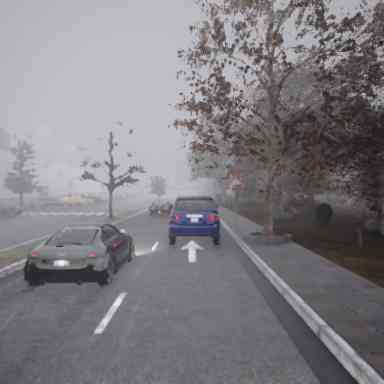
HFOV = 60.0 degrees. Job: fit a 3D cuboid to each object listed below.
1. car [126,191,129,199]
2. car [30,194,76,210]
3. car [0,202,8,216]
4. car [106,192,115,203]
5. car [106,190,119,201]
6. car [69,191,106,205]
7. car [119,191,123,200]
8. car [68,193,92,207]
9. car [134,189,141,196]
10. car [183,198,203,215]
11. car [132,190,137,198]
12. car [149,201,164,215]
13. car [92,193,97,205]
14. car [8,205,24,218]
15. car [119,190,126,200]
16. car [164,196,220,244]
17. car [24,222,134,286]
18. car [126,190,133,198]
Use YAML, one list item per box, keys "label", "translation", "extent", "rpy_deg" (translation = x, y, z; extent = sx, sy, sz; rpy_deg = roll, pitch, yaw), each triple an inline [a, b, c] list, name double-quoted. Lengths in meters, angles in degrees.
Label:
- label: "car"
  translation: [-16.828, 1.024, 72.957]
  extent: [4.674, 1.452, 2.002]
  rpy_deg: [-1, 1, -20]
- label: "car"
  translation: [-16.819, 1.373, 39.937]
  extent: [4.792, 1.488, 2.163]
  rpy_deg: [-1, 0, -20]
- label: "car"
  translation: [-16.848, 1.447, 24.912]
  extent: [4.674, 1.452, 2.002]
  rpy_deg: [-1, 1, -20]
- label: "car"
  translation: [-16.662, 1.211, 58.006]
  extent: [5.366, 1.575, 1.946]
  rpy_deg: [-1, 0, -20]
- label: "car"
  translation: [-16.861, 0.930, 60.931]
  extent: [5.566, 2.045, 2.435]
  rpy_deg: [-1, 1, -20]
- label: "car"
  translation: [-16.815, 1.027, 51.951]
  extent: [5.566, 2.045, 2.435]
  rpy_deg: [-1, 0, -20]
- label: "car"
  translation: [-16.831, 1.134, 66.958]
  extent: [4.674, 1.452, 2.002]
  rpy_deg: [-1, 1, -20]
- label: "car"
  translation: [-17.013, 1.316, 45.860]
  extent: [5.366, 1.575, 1.946]
  rpy_deg: [-1, 1, -20]
- label: "car"
  translation: [-16.798, 0.495, 84.970]
  extent: [5.566, 2.045, 2.435]
  rpy_deg: [-1, 1, -20]
- label: "car"
  translation: [0.099, 1.384, 33.559]
  extent: [1.837, 1.490, 4.892]
  rpy_deg: [0, 0, 0]
- label: "car"
  translation: [-16.794, 0.834, 81.972]
  extent: [4.792, 1.488, 2.163]
  rpy_deg: [-1, 1, -20]
- label: "car"
  translation: [-2.903, 1.487, 31.883]
  extent: [1.895, 1.301, 4.718]
  rpy_deg: [0, 0, 0]
- label: "car"
  translation: [-16.844, 1.338, 48.933]
  extent: [4.674, 1.452, 2.002]
  rpy_deg: [-1, 0, -20]
- label: "car"
  translation: [-16.826, 1.424, 27.931]
  extent: [4.792, 1.488, 2.163]
  rpy_deg: [-1, 0, -20]
- label: "car"
  translation: [-16.859, 0.914, 69.944]
  extent: [4.553, 1.767, 2.185]
  rpy_deg: [-1, 1, -20]
- label: "car"
  translation: [0.100, 1.174, 15.755]
  extent: [2.150, 2.045, 5.566]
  rpy_deg: [0, 0, 0]
- label: "car"
  translation: [-2.900, 1.542, 9.392]
  extent: [1.994, 1.385, 4.181]
  rpy_deg: [0, 0, 0]
- label: "car"
  translation: [-16.817, 0.926, 75.956]
  extent: [5.008, 1.535, 2.097]
  rpy_deg: [-1, 1, -20]
